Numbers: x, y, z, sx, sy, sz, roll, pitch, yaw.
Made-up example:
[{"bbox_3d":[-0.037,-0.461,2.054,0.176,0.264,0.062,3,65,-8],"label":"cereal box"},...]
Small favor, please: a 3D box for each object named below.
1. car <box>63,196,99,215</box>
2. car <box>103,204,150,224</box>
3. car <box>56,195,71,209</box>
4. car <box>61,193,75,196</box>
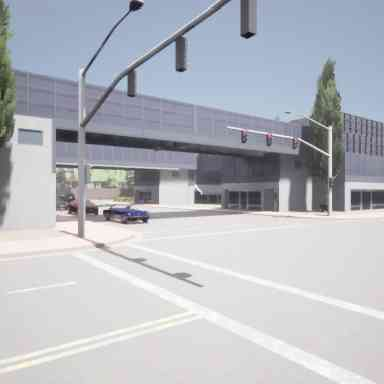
[{"bbox_3d":[-10.898,1.479,33.115,1.882,1.535,5.008,0,0,-36],"label":"car"},{"bbox_3d":[-4.998,1.603,25.014,1.895,1.301,4.718,0,0,-36],"label":"car"},{"bbox_3d":[-16.808,1.506,41.244,1.837,1.490,4.892,0,0,-36],"label":"car"},{"bbox_3d":[-23.777,1.224,63.011,2.150,2.045,5.566,0,0,-36],"label":"car"}]
